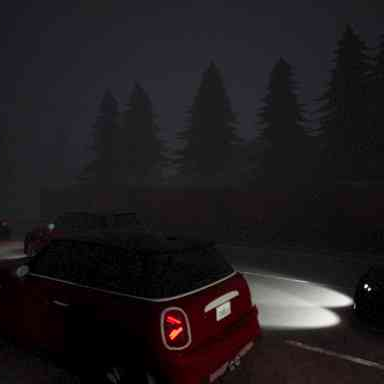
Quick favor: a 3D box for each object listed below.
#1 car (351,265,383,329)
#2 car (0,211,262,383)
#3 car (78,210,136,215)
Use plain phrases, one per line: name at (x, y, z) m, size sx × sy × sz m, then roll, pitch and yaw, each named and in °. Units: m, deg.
car at (4.709, 1.564, 4.929) m, size 4.181 × 1.385 × 1.994 m, roll 0°, pitch 0°, yaw 36°
car at (-1.376, 1.352, 4.966) m, size 4.553 × 1.767 × 2.097 m, roll 0°, pitch 0°, yaw 36°
car at (-3.426, 1.352, 10.728) m, size 4.553 × 1.767 × 2.097 m, roll 0°, pitch 0°, yaw 35°
